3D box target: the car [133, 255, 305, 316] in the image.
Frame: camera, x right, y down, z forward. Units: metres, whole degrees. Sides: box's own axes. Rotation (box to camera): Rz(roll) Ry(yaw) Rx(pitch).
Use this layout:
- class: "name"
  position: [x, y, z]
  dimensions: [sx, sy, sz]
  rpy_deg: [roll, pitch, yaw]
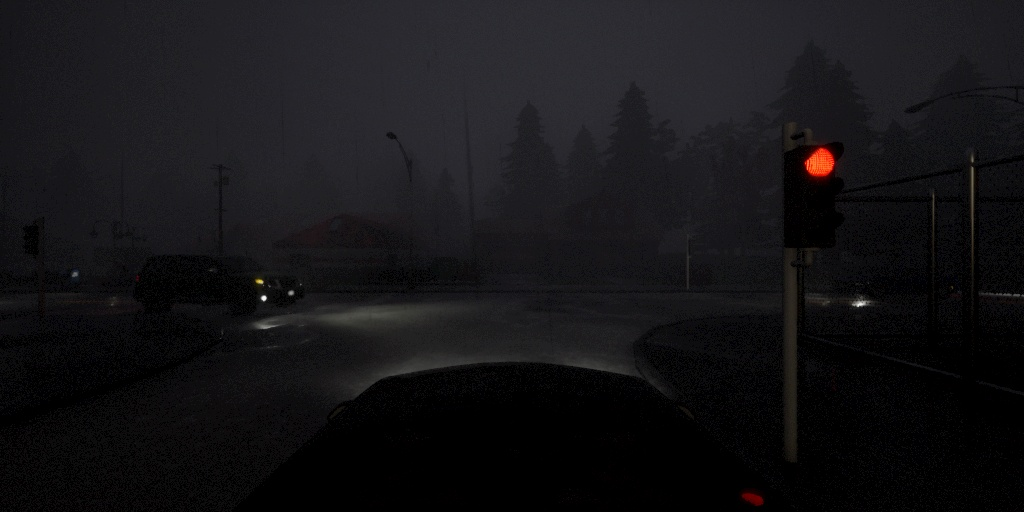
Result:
- class: "car"
  position: [-10.618, 0.972, 13.137]
  dimensions: [5.566, 2.045, 2.150]
  rpy_deg: [0, 0, 7]

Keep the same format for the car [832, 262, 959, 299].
- class: "car"
  position: [18.727, 1.228, 17.646]
  dimensions: [5.008, 1.535, 1.882]
  rpy_deg: [0, 0, 0]

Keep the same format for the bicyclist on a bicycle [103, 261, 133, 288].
- class: "bicyclist on a bicycle"
  position: [-23.979, 1.098, 21.830]
  dimensions: [0.582, 1.620, 1.656]
  rpy_deg: [0, 0, 0]
